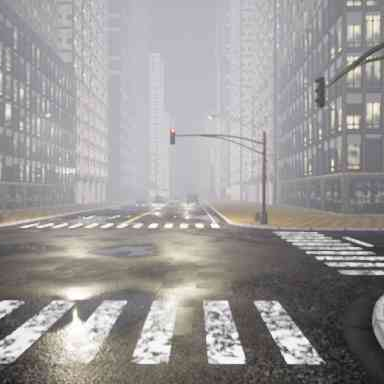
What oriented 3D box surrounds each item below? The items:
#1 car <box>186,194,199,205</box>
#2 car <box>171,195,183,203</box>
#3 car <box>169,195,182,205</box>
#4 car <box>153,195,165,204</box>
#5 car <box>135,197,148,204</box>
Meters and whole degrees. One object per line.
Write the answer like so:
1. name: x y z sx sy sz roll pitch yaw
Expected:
1. car: 0.114 1.298 60.228 2.150 2.045 5.566 0 0 0
2. car: -3.117 1.467 70.205 2.128 1.511 4.902 0 0 0
3. car: -3.136 1.678 60.233 1.895 1.301 4.718 0 0 0
4. car: -6.378 1.443 64.408 2.097 1.767 4.553 0 0 0
5. car: -9.628 1.638 64.383 2.033 1.411 5.357 0 0 0
